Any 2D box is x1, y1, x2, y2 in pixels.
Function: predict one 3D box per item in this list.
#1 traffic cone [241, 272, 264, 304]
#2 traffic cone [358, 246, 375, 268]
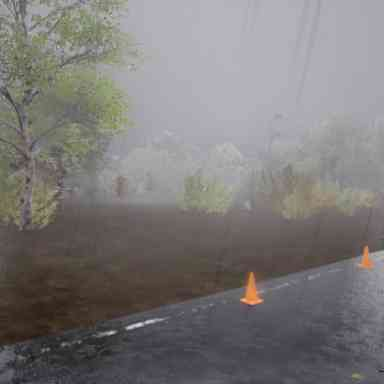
[{"bbox_3d":[1.226,1.928,6.787,0.340,0.580,0.340,0,0,-37],"label":"traffic cone"},{"bbox_3d":[5.145,1.898,9.801,0.340,0.580,0.340,0,0,-38],"label":"traffic cone"}]
